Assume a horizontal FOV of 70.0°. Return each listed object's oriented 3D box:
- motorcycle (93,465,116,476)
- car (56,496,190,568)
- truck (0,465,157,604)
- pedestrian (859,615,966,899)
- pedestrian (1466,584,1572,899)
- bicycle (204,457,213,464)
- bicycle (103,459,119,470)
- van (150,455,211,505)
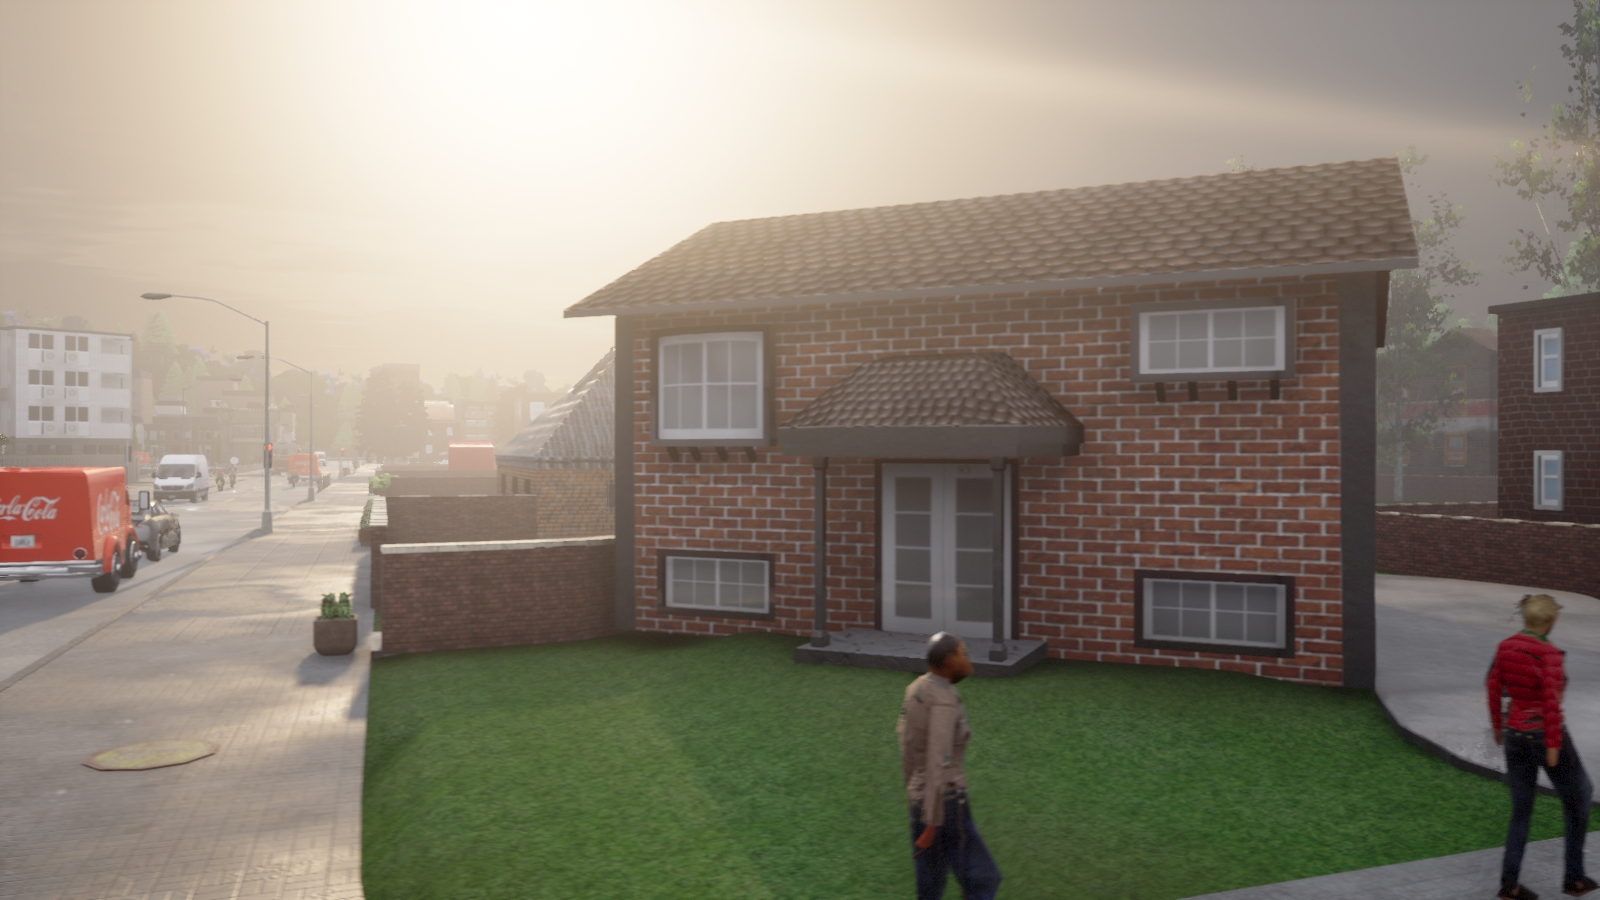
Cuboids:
[{"bbox_3d":[-74.847,2.173,122.916,2.033,1.199,0.803,0,0,-20],"label":"motorcycle"},{"bbox_3d":[-17.411,2.045,29.666,2.128,1.511,4.902,0,0,-20],"label":"car"},{"bbox_3d":[-15.065,1.565,23.246,2.627,2.467,5.204,0,0,-20],"label":"truck"},{"bbox_3d":[0.527,1.747,5.413,0.375,1.860,0.375,0,0,-20],"label":"pedestrian"},{"bbox_3d":[4.232,1.749,6.734,0.375,1.860,0.375,0,0,-21],"label":"pedestrian"},{"bbox_3d":[-115.272,2.041,222.705,1.643,1.496,0.373,0,0,-20],"label":"bicycle"},{"bbox_3d":[-96.426,2.043,159.928,1.835,1.471,0.329,0,0,-20],"label":"bicycle"},{"bbox_3d":[-33.159,1.530,61.298,1.988,2.561,5.915,0,0,-20],"label":"van"}]
